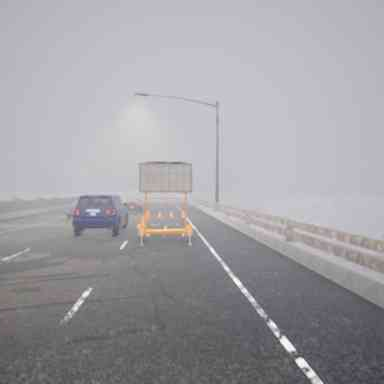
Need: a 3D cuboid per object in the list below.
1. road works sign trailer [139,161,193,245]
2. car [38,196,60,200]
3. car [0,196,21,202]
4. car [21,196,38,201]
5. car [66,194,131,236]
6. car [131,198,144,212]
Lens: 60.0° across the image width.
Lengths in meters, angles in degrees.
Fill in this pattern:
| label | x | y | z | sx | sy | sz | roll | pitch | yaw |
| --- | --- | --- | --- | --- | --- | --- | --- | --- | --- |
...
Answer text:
| label | x | y | z | sx | sy | sz | roll | pitch | yaw |
| --- | --- | --- | --- | --- | --- | --- | --- | --- | --- |
| road works sign trailer | -1.193 | 0.418 | 15.199 | 2.380 | 3.560 | 2.880 | 0 | 0 | -5 |
| car | -21.806 | 1.359 | 52.370 | 2.033 | 1.411 | 5.357 | 0 | 0 | -4 |
| car | -28.882 | 1.328 | 53.153 | 1.812 | 1.442 | 4.674 | 0 | 0 | -4 |
| car | -25.436 | 1.328 | 53.954 | 1.812 | 1.442 | 4.674 | 0 | 0 | -4 |
| car | -4.843 | 1.156 | 18.173 | 2.150 | 2.045 | 5.566 | 0 | -1 | -5 |
| car | -6.293 | 1.408 | 36.226 | 1.812 | 1.442 | 4.674 | 0 | 0 | -5 |
